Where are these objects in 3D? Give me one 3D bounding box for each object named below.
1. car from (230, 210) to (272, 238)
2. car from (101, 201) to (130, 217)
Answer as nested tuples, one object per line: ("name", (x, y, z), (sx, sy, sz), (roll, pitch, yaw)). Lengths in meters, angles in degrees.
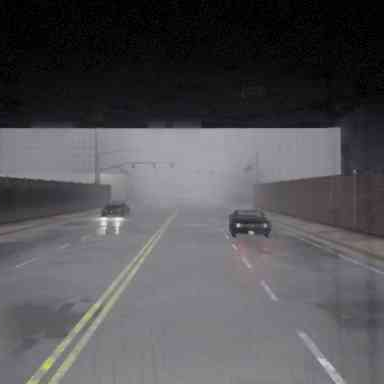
("car", (2.968, 1.593, 17.676), (1.895, 1.301, 4.718), (0, 0, 5))
("car", (-7.055, 1.546, 31.074), (1.994, 1.385, 4.181), (0, 0, 0))
